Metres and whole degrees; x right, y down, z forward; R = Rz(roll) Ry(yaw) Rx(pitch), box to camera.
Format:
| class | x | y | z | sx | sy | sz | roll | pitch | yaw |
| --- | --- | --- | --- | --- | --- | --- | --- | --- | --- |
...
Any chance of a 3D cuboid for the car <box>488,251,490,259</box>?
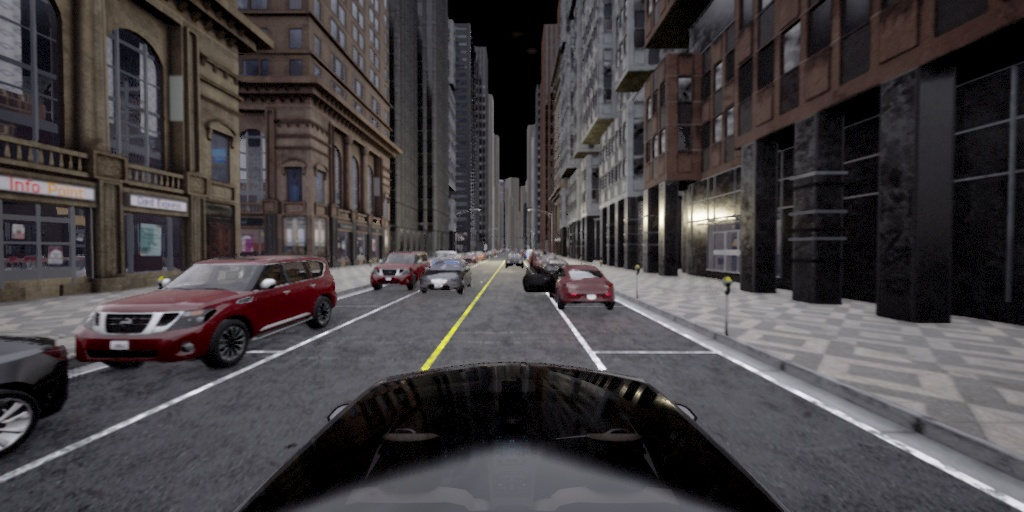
| class | x | y | z | sx | sy | sz | roll | pitch | yaw |
| --- | --- | --- | --- | --- | --- | --- | --- | --- | --- |
| car | -5.373 | -0.001 | 63.770 | 1.802 | 1.307 | 4.207 | 0 | 0 | 0 |

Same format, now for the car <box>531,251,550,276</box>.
| class | x | y | z | sx | sy | sz | roll | pitch | yaw |
| --- | --- | --- | --- | --- | --- | --- | --- | --- | --- |
| car | 2.941 | 0.574 | 30.129 | 1.967 | 1.591 | 4.097 | 0 | 0 | 0 |

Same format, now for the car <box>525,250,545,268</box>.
| class | x | y | z | sx | sy | sz | roll | pitch | yaw |
| --- | --- | --- | --- | --- | --- | --- | --- | --- | --- |
| car | 3.011 | 0.210 | 41.330 | 2.192 | 1.841 | 5.009 | 0 | 0 | 0 |

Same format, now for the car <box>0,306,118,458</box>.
| class | x | y | z | sx | sy | sz | roll | pitch | yaw |
| --- | --- | --- | --- | --- | --- | --- | --- | --- | --- |
| car | -5.760 | 1.304 | 2.167 | 1.948 | 1.339 | 4.313 | 0 | 0 | 0 |

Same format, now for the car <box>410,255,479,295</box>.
| class | x | y | z | sx | sy | sz | roll | pitch | yaw |
| --- | --- | --- | --- | --- | --- | --- | --- | --- | --- |
| car | -3.001 | 0.903 | 17.192 | 2.128 | 1.511 | 4.902 | 0 | 1 | 0 |

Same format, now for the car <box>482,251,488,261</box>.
| class | x | y | z | sx | sy | sz | roll | pitch | yaw |
| --- | --- | --- | --- | --- | --- | --- | --- | --- | --- |
| car | -5.408 | -0.025 | 58.170 | 1.967 | 1.591 | 4.097 | 0 | 0 | 0 |

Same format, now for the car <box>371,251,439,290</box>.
| class | x | y | z | sx | sy | sz | roll | pitch | yaw |
| --- | --- | --- | --- | --- | --- | --- | --- | --- | --- |
| car | -5.654 | 0.687 | 18.968 | 2.192 | 1.841 | 5.009 | 0 | 0 | 0 |

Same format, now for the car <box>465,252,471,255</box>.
| class | x | y | z | sx | sy | sz | roll | pitch | yaw |
| --- | --- | --- | --- | --- | --- | --- | --- | --- | --- |
| car | -5.550 | 0.537 | 35.599 | 1.751 | 1.417 | 4.829 | 0 | 0 | 0 |

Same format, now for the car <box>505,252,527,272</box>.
| class | x | y | z | sx | sy | sz | roll | pitch | yaw |
| --- | --- | --- | --- | --- | --- | --- | --- | --- | --- |
| car | 0.265 | 0.580 | 37.332 | 1.895 | 1.301 | 4.718 | 0 | 1 | 1 |

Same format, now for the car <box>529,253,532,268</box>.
| class | x | y | z | sx | sy | sz | roll | pitch | yaw |
| --- | --- | --- | --- | --- | --- | --- | --- | --- | --- |
| car | 2.976 | 0.596 | 35.729 | 1.802 | 1.307 | 4.207 | 0 | 0 | 0 |

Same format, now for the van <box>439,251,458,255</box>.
| class | x | y | z | sx | sy | sz | roll | pitch | yaw |
| --- | --- | --- | --- | --- | --- | --- | --- | --- | --- |
| van | -5.584 | 0.472 | 30.168 | 1.690 | 1.789 | 3.998 | 0 | 0 | 0 |

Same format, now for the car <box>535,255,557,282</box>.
| class | x | y | z | sx | sy | sz | roll | pitch | yaw |
| --- | --- | --- | --- | --- | --- | --- | --- | --- | --- |
| car | 2.906 | 0.805 | 24.528 | 2.007 | 1.370 | 4.403 | 0 | 0 | 0 |

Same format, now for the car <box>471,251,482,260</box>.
| class | x | y | z | sx | sy | sz | roll | pitch | yaw |
| --- | --- | --- | --- | --- | --- | --- | --- | --- | --- |
| car | -5.479 | 0.213 | 46.970 | 1.967 | 1.591 | 4.097 | 0 | 0 | 0 |

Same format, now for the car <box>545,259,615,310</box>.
| class | x | y | z | sx | sy | sz | roll | pitch | yaw |
| --- | --- | --- | --- | --- | --- | --- | --- | --- | --- |
| car | 2.424 | 1.026 | 13.165 | 1.812 | 1.442 | 4.674 | 0 | 1 | 0 |

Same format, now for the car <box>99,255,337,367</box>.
| class | x | y | z | sx | sy | sz | roll | pitch | yaw |
| --- | --- | --- | --- | --- | --- | --- | --- | --- | --- |
| car | -5.725 | 0.931 | 7.768 | 2.192 | 1.841 | 5.009 | 0 | 0 | 0 |
